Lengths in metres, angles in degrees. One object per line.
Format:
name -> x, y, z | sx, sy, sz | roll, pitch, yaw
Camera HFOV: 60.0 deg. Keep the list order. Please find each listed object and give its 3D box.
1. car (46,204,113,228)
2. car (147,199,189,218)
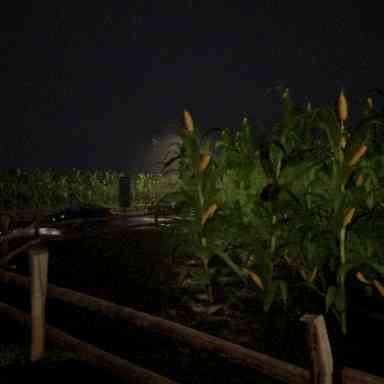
car -> -7.179, 1.458, 21.594 | 1.994, 1.385, 4.181 | 0, 1, 35
car -> -1.879, 1.360, 28.995 | 1.812, 1.442, 4.674 | 0, 0, 35
